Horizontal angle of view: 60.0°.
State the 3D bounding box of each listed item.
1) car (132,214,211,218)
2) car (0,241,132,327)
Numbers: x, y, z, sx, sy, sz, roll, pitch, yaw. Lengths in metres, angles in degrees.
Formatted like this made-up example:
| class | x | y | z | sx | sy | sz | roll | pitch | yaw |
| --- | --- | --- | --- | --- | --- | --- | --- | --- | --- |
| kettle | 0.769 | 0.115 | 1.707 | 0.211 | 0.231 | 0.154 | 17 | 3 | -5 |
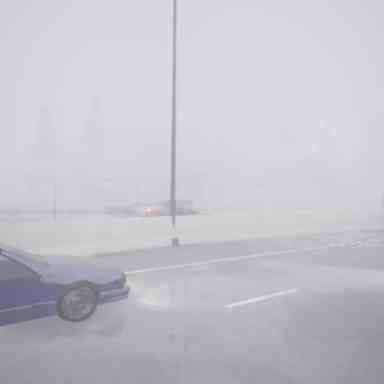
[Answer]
| class | x | y | z | sx | sy | sz | roll | pitch | yaw |
| --- | --- | --- | --- | --- | --- | --- | --- | --- | --- |
| car | -1.269 | 1.544 | 19.923 | 4.718 | 1.301 | 1.895 | 1 | 0 | -33 |
| car | -3.756 | 1.492 | 5.373 | 5.357 | 1.411 | 2.033 | 1 | 0 | -35 |
